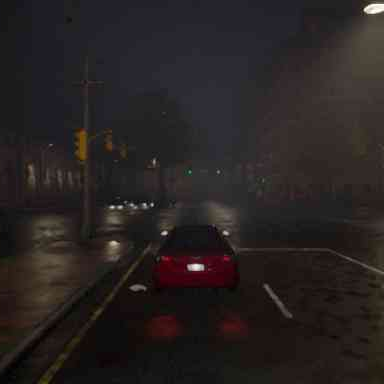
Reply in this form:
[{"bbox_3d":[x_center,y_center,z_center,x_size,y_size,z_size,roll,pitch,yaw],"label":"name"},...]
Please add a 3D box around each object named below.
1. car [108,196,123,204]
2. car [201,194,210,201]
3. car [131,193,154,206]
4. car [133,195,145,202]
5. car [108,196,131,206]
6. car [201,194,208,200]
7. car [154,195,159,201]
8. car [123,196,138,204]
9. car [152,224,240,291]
[{"bbox_3d":[-14.732,1.505,64.054,1.895,1.301,4.718,0,0,0],"label":"car"},{"bbox_3d":[3.523,1.436,83.322,1.994,1.385,4.181,0,0,0],"label":"car"},{"bbox_3d":[-8.065,1.145,54.808,2.150,2.045,5.566,0,0,0],"label":"car"},{"bbox_3d":[-11.480,1.376,72.808,1.882,1.535,5.008,0,0,0],"label":"car"},{"bbox_3d":[-11.567,1.490,53.096,1.994,1.385,4.181,0,0,0],"label":"car"},{"bbox_3d":[3.526,1.393,93.322,1.812,1.442,4.674,0,0,0],"label":"car"},{"bbox_3d":[-7.987,1.510,64.607,1.895,1.301,4.718,0,0,0],"label":"car"},{"bbox_3d":[-11.509,1.477,62.390,1.994,1.385,4.181,0,0,1],"label":"car"},{"bbox_3d":[0.091,1.551,8.993,1.994,1.385,4.181,0,0,0],"label":"car"}]
